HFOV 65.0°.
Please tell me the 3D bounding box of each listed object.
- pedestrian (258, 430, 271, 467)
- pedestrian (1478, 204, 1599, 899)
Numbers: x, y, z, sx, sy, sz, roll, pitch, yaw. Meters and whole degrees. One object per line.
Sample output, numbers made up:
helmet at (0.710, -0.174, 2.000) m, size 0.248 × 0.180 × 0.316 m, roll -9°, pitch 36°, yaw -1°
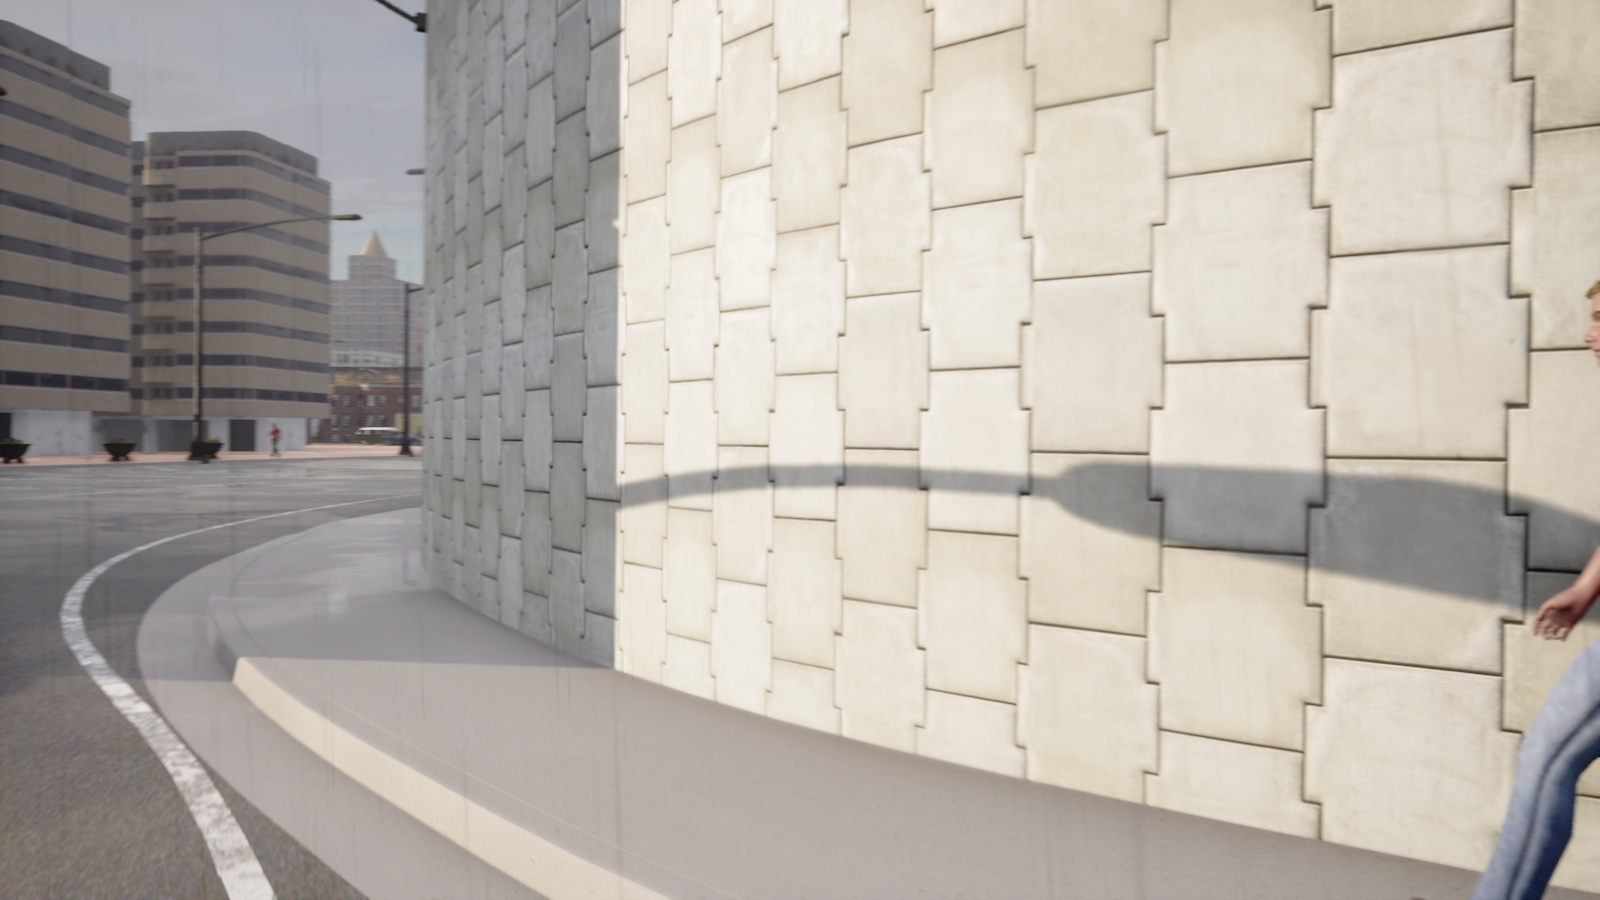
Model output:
pedestrian at (-26.610, -0.065, 62.385) m, size 0.331 × 1.846 × 0.636 m, roll 0°, pitch 1°, yaw 6°
pedestrian at (2.054, 0.343, 3.018) m, size 0.706 × 1.836 × 0.354 m, roll 0°, pitch 1°, yaw 36°
